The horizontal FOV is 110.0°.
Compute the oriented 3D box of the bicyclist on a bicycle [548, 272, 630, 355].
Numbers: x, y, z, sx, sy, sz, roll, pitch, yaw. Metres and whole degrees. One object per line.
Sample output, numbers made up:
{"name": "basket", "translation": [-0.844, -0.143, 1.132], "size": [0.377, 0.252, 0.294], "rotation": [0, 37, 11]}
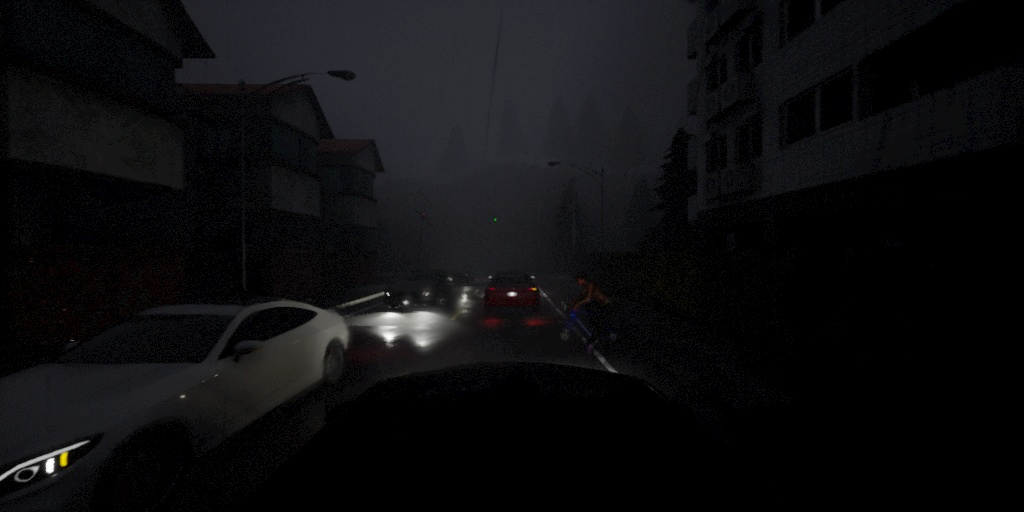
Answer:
{"name": "bicyclist on a bicycle", "translation": [1.525, 1.136, 7.093], "size": [1.656, 1.620, 0.582], "rotation": [0, 0, -1]}

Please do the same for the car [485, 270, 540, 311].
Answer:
{"name": "car", "translation": [-0.012, 1.251, 14.125], "size": [1.994, 1.385, 4.181], "rotation": [0, 0, 0]}

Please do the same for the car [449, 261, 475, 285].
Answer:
{"name": "car", "translation": [-3.712, 1.115, 25.043], "size": [1.882, 1.535, 5.008], "rotation": [0, 0, -1]}

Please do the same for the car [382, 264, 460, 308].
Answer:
{"name": "car", "translation": [-3.697, 1.233, 15.180], "size": [2.033, 1.411, 5.357], "rotation": [0, 0, 0]}

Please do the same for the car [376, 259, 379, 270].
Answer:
{"name": "car", "translation": [-17.066, 0.808, 38.068], "size": [5.566, 2.045, 2.150], "rotation": [0, 0, 0]}

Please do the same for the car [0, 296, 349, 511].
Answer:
{"name": "car", "translation": [-3.610, 1.266, 4.232], "size": [1.812, 1.442, 4.674], "rotation": [0, 0, 0]}
